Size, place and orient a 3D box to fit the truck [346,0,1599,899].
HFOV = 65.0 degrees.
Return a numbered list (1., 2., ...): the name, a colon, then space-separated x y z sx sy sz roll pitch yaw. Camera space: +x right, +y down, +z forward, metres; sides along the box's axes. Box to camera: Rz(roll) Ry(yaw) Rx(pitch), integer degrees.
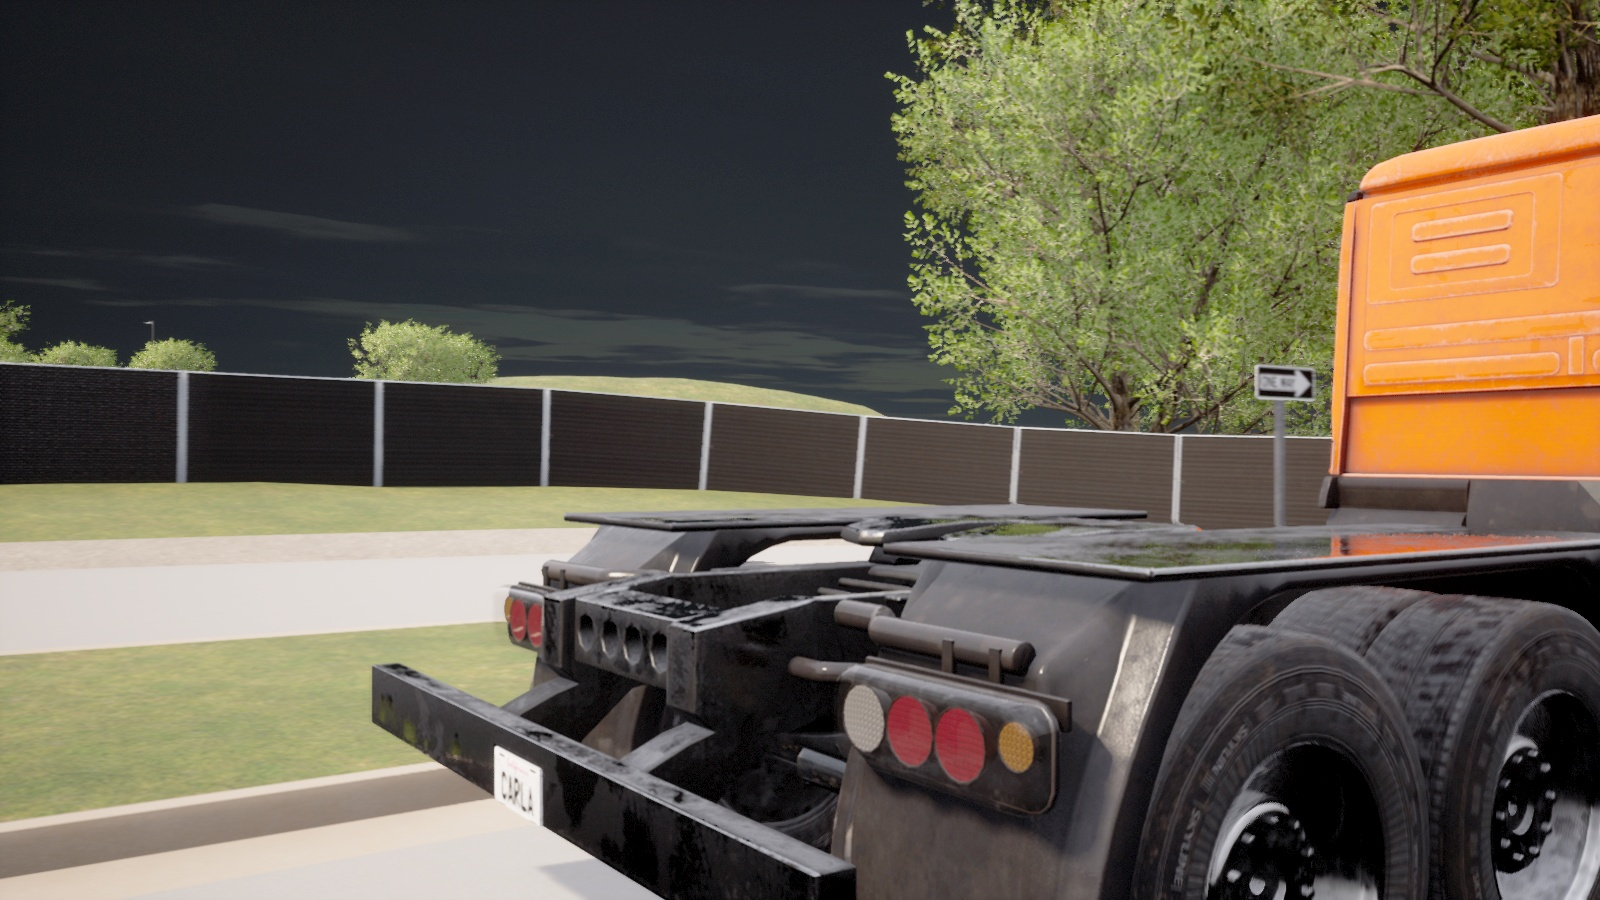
1. truck: 2.526 -0.148 5.418 7.936 3.462 2.891 1 -1 -35
